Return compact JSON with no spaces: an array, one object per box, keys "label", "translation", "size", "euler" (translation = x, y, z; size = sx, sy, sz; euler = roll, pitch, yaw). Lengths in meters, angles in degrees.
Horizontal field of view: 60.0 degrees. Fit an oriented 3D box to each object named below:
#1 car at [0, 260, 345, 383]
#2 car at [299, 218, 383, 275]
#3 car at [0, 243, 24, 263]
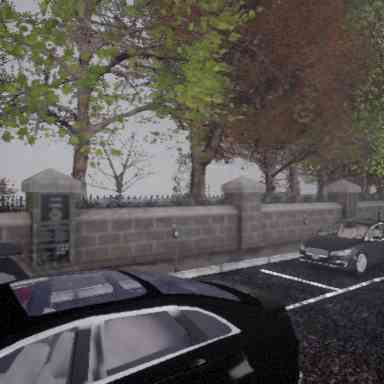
[{"label":"car","translation":[-1.229,1.491,2.500],"size":[4.902,1.511,2.128],"euler":[0,0,-35]},{"label":"car","translation":[5.147,1.534,10.320],"size":[4.403,1.369,2.008],"euler":[0,0,-35]},{"label":"car","translation":[-3.827,1.442,3.827],"size":[4.097,1.590,1.967],"euler":[0,0,-35]}]
